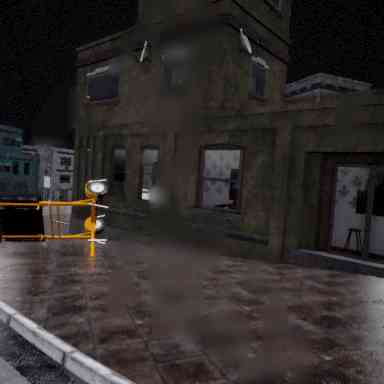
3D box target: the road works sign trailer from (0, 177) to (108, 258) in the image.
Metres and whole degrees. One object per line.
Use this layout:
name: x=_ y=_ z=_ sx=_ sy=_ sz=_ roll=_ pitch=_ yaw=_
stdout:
road works sign trailer: x=-4.868 y=1.155 z=11.785 sx=3.560 sy=2.380 sz=2.880 roll=2 pitch=43 yaw=-17
